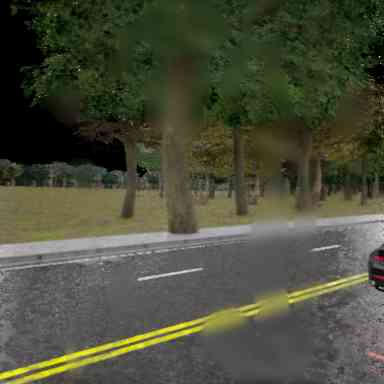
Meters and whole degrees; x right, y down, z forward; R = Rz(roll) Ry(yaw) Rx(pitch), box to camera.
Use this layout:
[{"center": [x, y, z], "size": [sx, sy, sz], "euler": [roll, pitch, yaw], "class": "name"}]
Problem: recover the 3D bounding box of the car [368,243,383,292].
[{"center": [5.951, 1.513, 7.685], "size": [4.892, 1.490, 1.837], "euler": [0, 0, -36], "class": "car"}]
